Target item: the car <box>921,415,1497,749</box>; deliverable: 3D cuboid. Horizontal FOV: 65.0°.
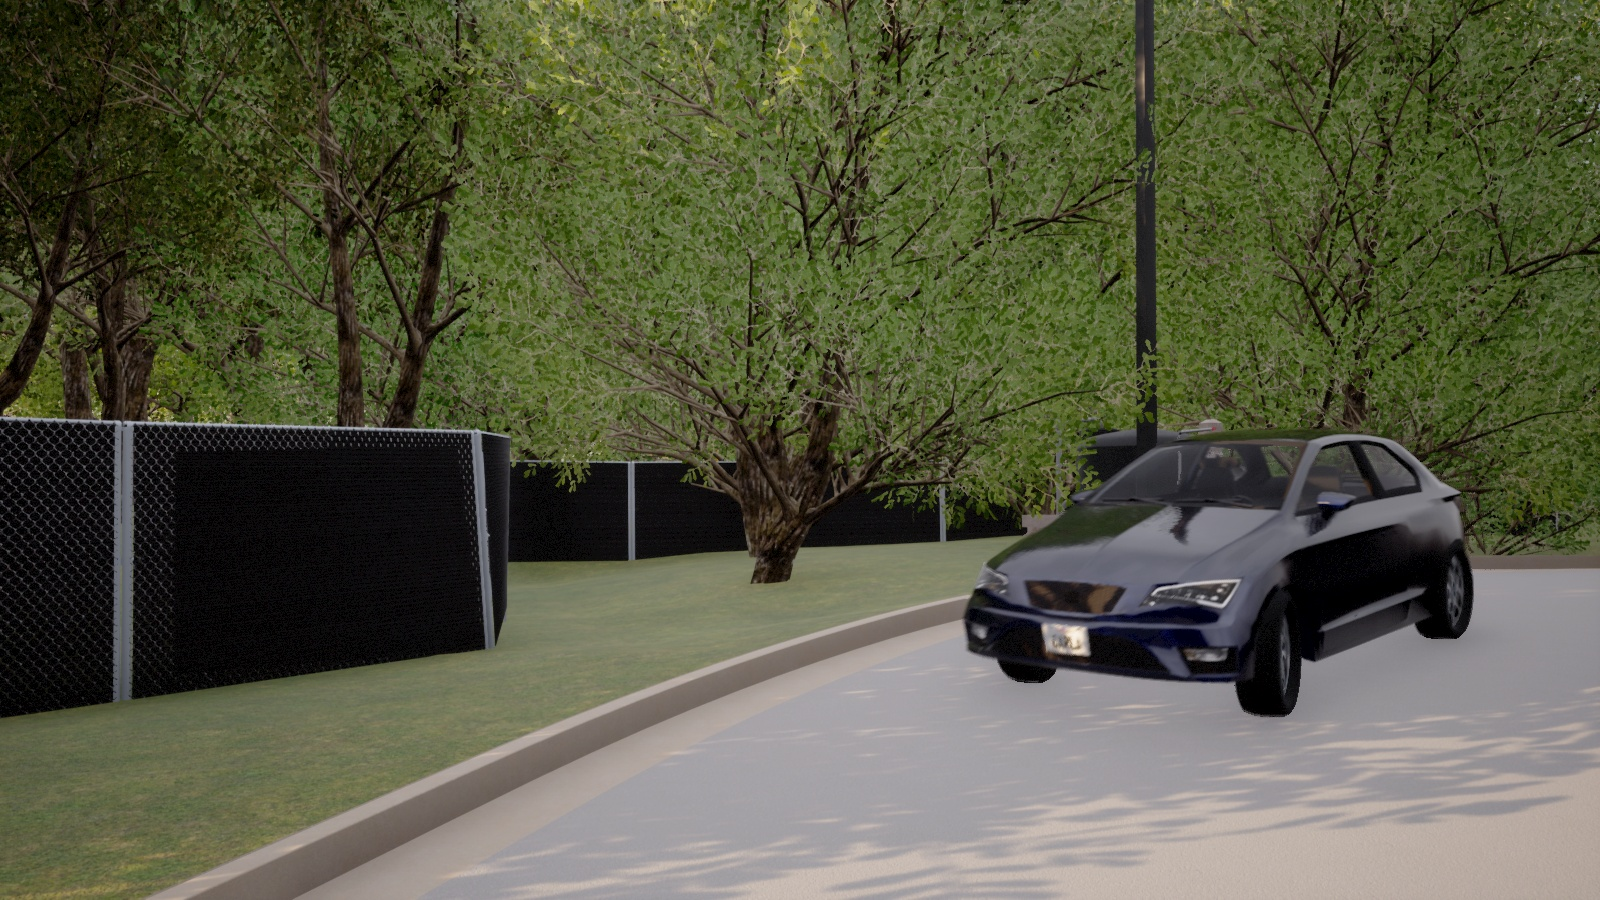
[{"bbox_3d":[2.834,0.603,8.078,1.816,1.474,4.193,-1,2,44],"label":"car"}]
